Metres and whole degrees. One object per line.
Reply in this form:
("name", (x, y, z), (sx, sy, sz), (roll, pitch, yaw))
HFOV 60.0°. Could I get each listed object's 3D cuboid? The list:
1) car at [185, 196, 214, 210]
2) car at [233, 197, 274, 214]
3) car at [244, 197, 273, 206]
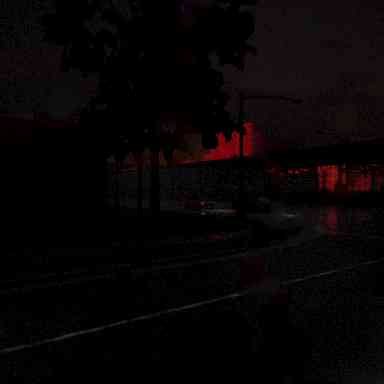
("car", (0.958, 1.352, 43.580), (2.097, 1.767, 4.553), (0, 0, -33))
("car", (6.426, 1.478, 35.385), (1.882, 1.535, 5.008), (0, 0, -34))
("car", (10.791, 1.526, 54.307), (1.812, 1.442, 4.674), (0, 0, -34))
